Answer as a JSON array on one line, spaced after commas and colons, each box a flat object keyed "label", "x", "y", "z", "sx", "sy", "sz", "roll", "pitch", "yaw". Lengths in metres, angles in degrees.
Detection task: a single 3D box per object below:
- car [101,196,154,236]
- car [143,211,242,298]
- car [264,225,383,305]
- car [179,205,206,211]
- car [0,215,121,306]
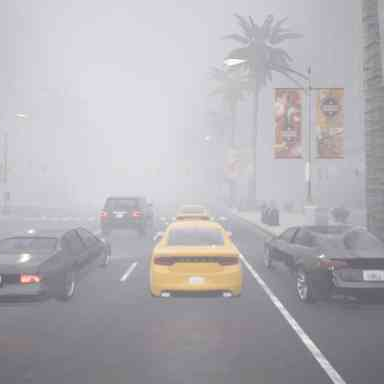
[{"label": "car", "x": -3.462, "y": 1.228, "z": 18.526, "sx": 2.150, "sy": 2.045, "sz": 5.566, "roll": 0, "pitch": 0, "yaw": 0}, {"label": "car", "x": 0.072, "y": 1.480, "z": 8.597, "sx": 1.882, "sy": 1.535, "sz": 5.008, "roll": 0, "pitch": 0, "yaw": 0}, {"label": "car", "x": 3.166, "y": 1.516, "z": 8.186, "sx": 2.161, "sy": 1.482, "sz": 4.786, "roll": 0, "pitch": 0, "yaw": -1}, {"label": "car", "x": 0.036, "y": 1.483, "z": 18.795, "sx": 1.882, "sy": 1.535, "sz": 5.008, "roll": 0, "pitch": 0, "yaw": 0}, {"label": "car", "x": -3.422, "y": 1.550, "z": 8.254, "sx": 2.033, "sy": 1.411, "sz": 5.357, "roll": 0, "pitch": 0, "yaw": 0}]
